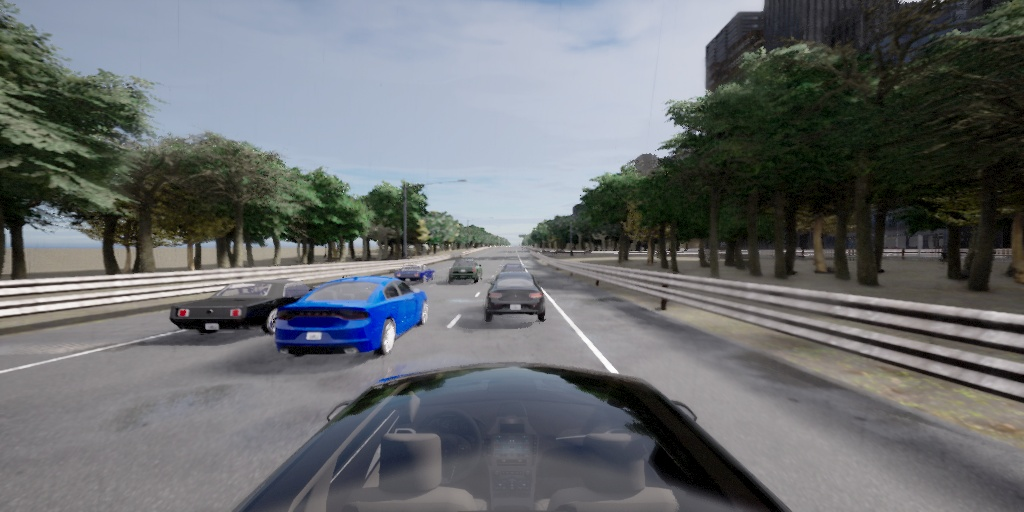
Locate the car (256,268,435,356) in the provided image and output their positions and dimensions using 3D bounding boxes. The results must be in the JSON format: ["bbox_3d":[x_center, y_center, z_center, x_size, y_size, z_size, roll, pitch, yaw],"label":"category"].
[{"bbox_3d":[-3.401,1.215,8.635,1.882,1.535,5.008,0,0,0],"label":"car"}]

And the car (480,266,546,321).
[{"bbox_3d":[0.099,1.255,12.271,1.812,1.442,4.674,0,0,0],"label":"car"}]

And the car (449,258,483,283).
[{"bbox_3d":[-3.401,1.030,27.063,2.097,1.767,4.553,0,0,0],"label":"car"}]

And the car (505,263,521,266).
[{"bbox_3d":[0.098,1.238,27.957,1.994,1.385,4.181,0,0,0],"label":"car"}]

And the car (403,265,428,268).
[{"bbox_3d":[-6.901,1.282,25.998,1.895,1.301,4.718,0,0,0],"label":"car"}]

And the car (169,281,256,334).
[{"bbox_3d":[-6.900,1.334,10.478,1.895,1.301,4.718,0,0,0],"label":"car"}]
